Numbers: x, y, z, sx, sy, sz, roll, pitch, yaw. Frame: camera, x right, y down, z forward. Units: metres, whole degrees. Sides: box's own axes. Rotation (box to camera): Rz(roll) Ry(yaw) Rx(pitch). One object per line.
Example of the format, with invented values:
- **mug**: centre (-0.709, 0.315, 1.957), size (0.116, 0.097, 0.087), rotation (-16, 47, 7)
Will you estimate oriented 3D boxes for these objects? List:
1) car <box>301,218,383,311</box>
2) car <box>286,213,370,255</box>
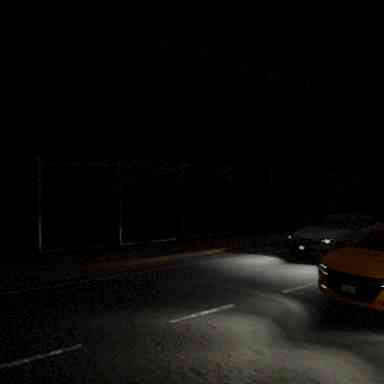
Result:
- **car**: centre (4.856, 1.477, 7.452), size (5.008, 1.535, 1.882), rotation (0, 0, -35)
- **car**: centre (5.452, 1.525, 12.157), size (4.674, 1.442, 1.812), rotation (0, 0, -36)
